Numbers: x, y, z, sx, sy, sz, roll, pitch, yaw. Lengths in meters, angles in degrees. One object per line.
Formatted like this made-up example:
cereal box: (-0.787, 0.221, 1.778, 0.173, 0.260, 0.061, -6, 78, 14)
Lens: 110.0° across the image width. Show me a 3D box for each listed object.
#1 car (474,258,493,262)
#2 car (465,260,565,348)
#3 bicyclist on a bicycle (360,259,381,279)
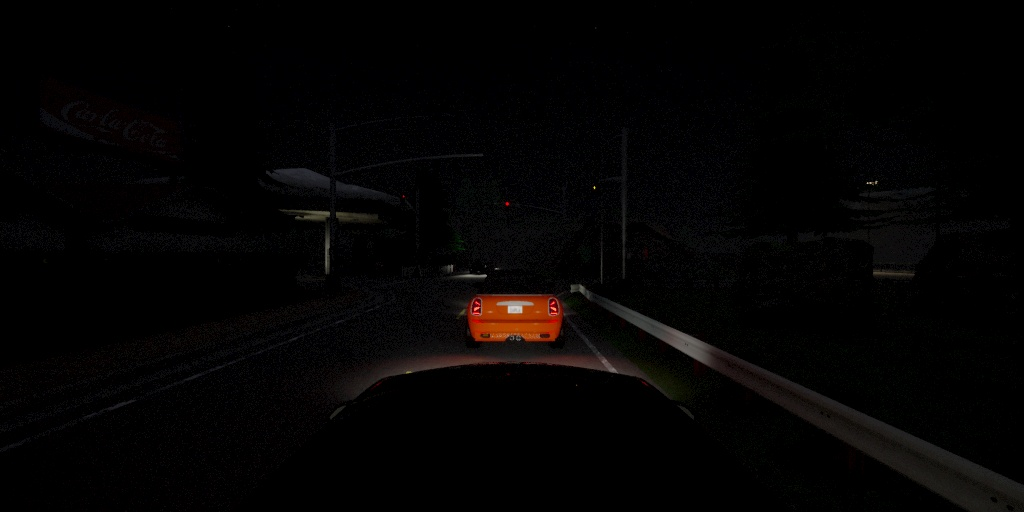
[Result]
car: (-3.575, 1.102, 40.648, 2.097, 1.767, 4.553, 0, 0, 0)
car: (0.078, 1.102, 9.384, 2.097, 1.767, 4.553, 0, 0, 0)
bicyclist on a bicycle: (-11.758, 1.097, 29.870, 1.656, 1.620, 0.582, 1, -3, -19)
